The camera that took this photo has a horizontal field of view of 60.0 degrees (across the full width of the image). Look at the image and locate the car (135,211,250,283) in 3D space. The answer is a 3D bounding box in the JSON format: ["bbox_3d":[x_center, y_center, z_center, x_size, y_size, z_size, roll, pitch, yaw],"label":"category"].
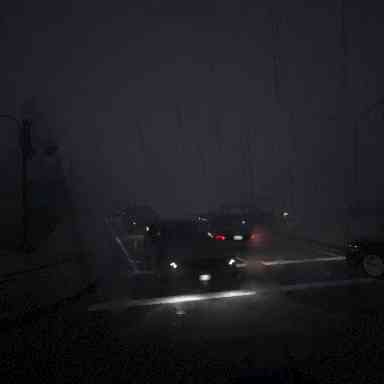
[{"bbox_3d":[-0.371,1.543,10.104,2.033,1.411,5.357,0,0,-15],"label":"car"}]

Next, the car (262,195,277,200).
[{"bbox_3d":[10.378,1.278,47.098,2.152,1.636,5.027,0,0,-17],"label":"car"}]

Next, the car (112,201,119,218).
[{"bbox_3d":[-6.246,1.515,30.096,2.033,1.411,5.357,0,0,-17],"label":"car"}]

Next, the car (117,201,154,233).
[{"bbox_3d":[-3.095,1.529,19.941,2.033,1.411,5.357,0,0,-17],"label":"car"}]

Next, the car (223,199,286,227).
[{"bbox_3d":[2.852,1.467,19.898,5.357,1.411,2.033,-3,1,-15],"label":"car"}]

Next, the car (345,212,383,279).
[{"bbox_3d":[6.527,1.475,8.231,5.008,1.535,1.882,0,0,39],"label":"car"}]

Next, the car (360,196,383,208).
[{"bbox_3d":[23.932,1.274,43.159,1.845,1.501,3.633,0,0,-17],"label":"car"}]

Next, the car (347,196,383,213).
[{"bbox_3d":[15.610,1.356,29.180,1.970,1.475,3.806,0,0,-17],"label":"car"}]

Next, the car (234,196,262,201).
[{"bbox_3d":[7.389,1.288,46.145,2.007,1.523,4.514,0,0,-17],"label":"car"}]

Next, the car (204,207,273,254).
[{"bbox_3d":[1.352,1.538,13.391,2.033,1.411,5.357,0,0,-4],"label":"car"}]
